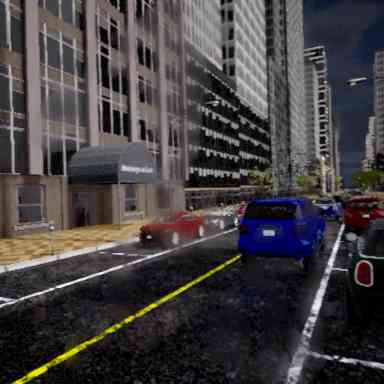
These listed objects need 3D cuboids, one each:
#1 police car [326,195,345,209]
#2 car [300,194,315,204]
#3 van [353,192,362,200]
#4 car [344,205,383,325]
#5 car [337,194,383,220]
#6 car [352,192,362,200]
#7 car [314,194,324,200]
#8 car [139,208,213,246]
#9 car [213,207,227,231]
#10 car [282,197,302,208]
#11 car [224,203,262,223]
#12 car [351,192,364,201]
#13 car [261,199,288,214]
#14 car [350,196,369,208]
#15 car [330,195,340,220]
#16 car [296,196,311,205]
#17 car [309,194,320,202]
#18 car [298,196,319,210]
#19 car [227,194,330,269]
[{"bbox_3d":[18.613,1.224,43.027,1.930,1.638,5.238,-2,0,26],"label":"police car"},{"bbox_3d":[21.637,1.284,62.171,1.967,1.590,4.097,-2,-1,26],"label":"car"},{"bbox_3d":[36.653,0.873,73.803,1.690,1.788,3.998,-2,-1,26],"label":"van"},{"bbox_3d":[4.262,1.287,6.634,2.097,1.767,4.553,-2,0,26],"label":"car"},{"bbox_3d":[9.170,1.194,17.649,2.192,1.841,5.009,-2,-1,26],"label":"car"},{"bbox_3d":[39.155,0.940,78.907,1.967,1.590,4.097,-2,-1,26],"label":"car"},{"bbox_3d":[31.634,1.282,82.590,1.947,1.339,4.313,-2,-1,26],"label":"car"},{"bbox_3d":[-0.844,1.671,16.225,1.887,1.381,4.507,-2,-1,26],"label":"car"},{"bbox_3d":[1.653,1.646,21.330,2.008,1.369,4.403,-2,-1,26],"label":"car"},{"bbox_3d":[14.146,1.490,46.854,2.008,1.369,4.403,-2,-1,26],"label":"car"},{"bbox_3d":[4.153,1.646,26.434,1.802,1.307,4.206,-2,-1,26],"label":"car"},{"bbox_3d":[34.154,0.879,68.699,2.192,1.841,5.009,-2,-1,26],"label":"car"},{"bbox_3d":[9.149,1.553,36.645,2.008,1.369,4.403,-2,-1,26],"label":"car"},{"bbox_3d":[21.670,1.273,43.171,2.008,1.369,4.403,-2,-1,26],"label":"car"},{"bbox_3d":[10.794,1.248,26.834,2.097,1.767,4.553,-2,0,26],"label":"car"},{"bbox_3d":[19.143,1.457,57.064,1.802,1.307,4.206,-2,-1,26],"label":"car"},{"bbox_3d":[26.562,1.307,72.227,1.752,1.417,4.829,-2,-1,26],"label":"car"},{"bbox_3d":[14.781,1.370,42.073,1.882,1.535,5.008,-2,-1,27],"label":"car"},{"bbox_3d":[3.288,1.210,11.505,2.150,2.045,5.566,-2,-1,26],"label":"car"}]
